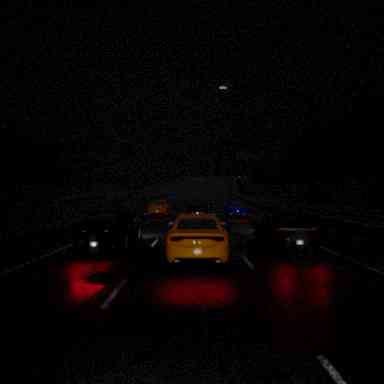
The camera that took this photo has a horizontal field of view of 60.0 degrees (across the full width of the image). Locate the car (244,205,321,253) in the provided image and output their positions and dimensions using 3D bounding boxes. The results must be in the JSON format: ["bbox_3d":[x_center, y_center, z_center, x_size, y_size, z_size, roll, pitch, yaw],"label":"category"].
[{"bbox_3d":[3.701,1.503,13.722,2.128,1.511,4.902,0,0,1],"label":"car"}]

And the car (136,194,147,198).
[{"bbox_3d":[-11.527,1.164,75.967,1.994,1.385,4.181,0,1,3],"label":"car"}]

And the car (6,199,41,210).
[{"bbox_3d":[-17.042,1.513,35.061,1.837,1.490,4.892,0,0,2],"label":"car"}]

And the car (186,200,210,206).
[{"bbox_3d":[0.509,1.524,29.832,1.837,1.490,4.892,0,0,1],"label":"car"}]

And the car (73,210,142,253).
[{"bbox_3d":[-3.299,1.512,13.688,1.837,1.490,4.892,0,0,1],"label":"car"}]

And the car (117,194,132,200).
[{"bbox_3d":[-15.019,1.158,76.198,1.994,1.385,4.181,0,1,3],"label":"car"}]

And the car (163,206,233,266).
[{"bbox_3d":[0.176,1.486,11.609,1.882,1.535,5.008,0,0,1],"label":"car"}]

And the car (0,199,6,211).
[{"bbox_3d":[-20.528,1.496,35.502,2.128,1.511,4.902,0,0,2],"label":"car"}]

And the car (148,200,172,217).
[{"bbox_3d":[-2.955,1.495,31.274,1.882,1.535,5.008,0,0,1],"label":"car"}]

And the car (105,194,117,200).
[{"bbox_3d":[-18.511,1.124,76.429,1.812,1.442,4.674,0,1,3],"label":"car"}]

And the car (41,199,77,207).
[{"bbox_3d":[-13.546,1.516,34.907,1.837,1.490,4.892,0,0,2],"label":"car"}]

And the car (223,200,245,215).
[{"bbox_3d":[4.048,1.501,31.296,1.882,1.535,5.008,0,0,1],"label":"car"}]
